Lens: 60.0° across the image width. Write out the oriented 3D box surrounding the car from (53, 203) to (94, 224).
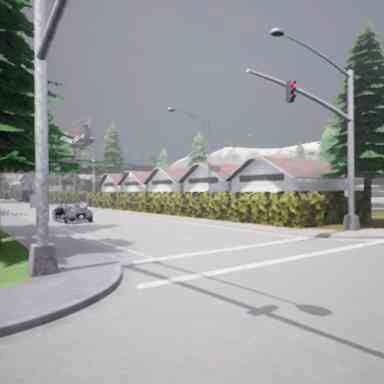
[{"bbox_3d":[-8.701,1.479,24.259,1.994,1.385,4.181,-1,1,-36],"label":"car"}]
